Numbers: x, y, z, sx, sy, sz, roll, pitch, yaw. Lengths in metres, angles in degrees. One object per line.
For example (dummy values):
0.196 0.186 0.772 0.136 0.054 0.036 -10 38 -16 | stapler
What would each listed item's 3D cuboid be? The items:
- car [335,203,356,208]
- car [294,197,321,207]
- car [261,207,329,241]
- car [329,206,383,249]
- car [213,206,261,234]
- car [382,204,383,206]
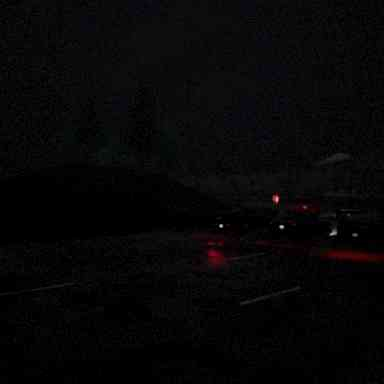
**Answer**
14.363 1.772 30.766 2.128 1.511 4.902 0 0 23 | car
11.060 1.478 31.904 2.150 2.045 5.566 0 0 23 | car
5.794 1.707 17.791 1.994 1.385 4.181 0 0 44 | car
8.414 1.627 15.476 1.882 1.535 5.008 0 0 44 | car
3.298 1.646 20.243 1.837 1.490 4.892 0 0 44 | car
17.571 1.803 29.366 1.837 1.490 4.892 0 0 23 | car
